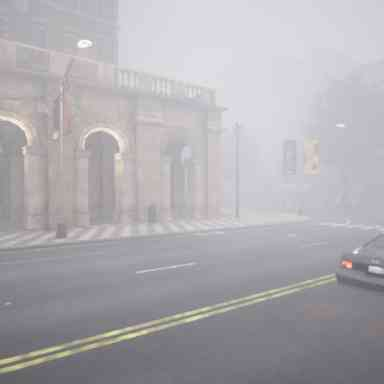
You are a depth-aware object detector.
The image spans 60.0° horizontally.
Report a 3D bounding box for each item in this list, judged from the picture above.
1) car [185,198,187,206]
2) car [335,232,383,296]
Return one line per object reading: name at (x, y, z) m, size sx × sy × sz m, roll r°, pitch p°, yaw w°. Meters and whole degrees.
car at (-0.666, 1.560, 49.079) m, size 1.895 × 1.301 × 4.718 m, roll 0°, pitch 0°, yaw -36°
car at (5.569, 1.536, 7.840) m, size 5.357 × 1.411 × 2.033 m, roll 0°, pitch 0°, yaw -36°
